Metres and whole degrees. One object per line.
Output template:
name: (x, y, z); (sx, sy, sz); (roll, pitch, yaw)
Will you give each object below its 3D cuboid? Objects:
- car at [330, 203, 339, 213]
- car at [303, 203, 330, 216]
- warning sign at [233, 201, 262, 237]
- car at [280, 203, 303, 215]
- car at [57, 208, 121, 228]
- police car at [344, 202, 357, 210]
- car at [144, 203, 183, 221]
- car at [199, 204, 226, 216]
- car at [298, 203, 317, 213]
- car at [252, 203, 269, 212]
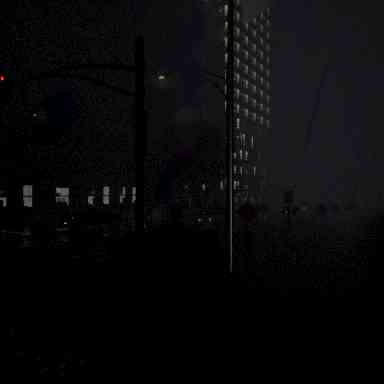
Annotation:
car: (22.503, 2.529, 53.853); (1.882, 1.535, 5.008); (0, -1, 33)
car: (16.973, 2.376, 45.239); (1.837, 1.490, 4.892); (0, -1, 33)
warning sign: (3.104, 1.454, 18.559); (1.300, 1.860, 1.060); (1, 1, 33)
car: (13.919, 2.459, 46.590); (1.895, 1.301, 4.718); (0, -1, 33)
car: (-7.712, 1.921, 25.252); (1.895, 1.301, 4.718); (0, -1, 33)
police car: (31.466, 2.739, 65.857); (1.930, 1.638, 5.238); (0, -1, 33)
car: (-2.795, 1.835, 32.894); (2.097, 1.767, 4.553); (0, -1, 33)
car: (2.667, 2.190, 41.377); (1.812, 1.442, 4.674); (0, -1, 33)
car: (19.106, 2.534, 54.750); (1.837, 1.490, 4.892); (0, -1, 33)
car: (10.934, 2.544, 54.060); (1.994, 1.385, 4.181); (0, -1, 33)
